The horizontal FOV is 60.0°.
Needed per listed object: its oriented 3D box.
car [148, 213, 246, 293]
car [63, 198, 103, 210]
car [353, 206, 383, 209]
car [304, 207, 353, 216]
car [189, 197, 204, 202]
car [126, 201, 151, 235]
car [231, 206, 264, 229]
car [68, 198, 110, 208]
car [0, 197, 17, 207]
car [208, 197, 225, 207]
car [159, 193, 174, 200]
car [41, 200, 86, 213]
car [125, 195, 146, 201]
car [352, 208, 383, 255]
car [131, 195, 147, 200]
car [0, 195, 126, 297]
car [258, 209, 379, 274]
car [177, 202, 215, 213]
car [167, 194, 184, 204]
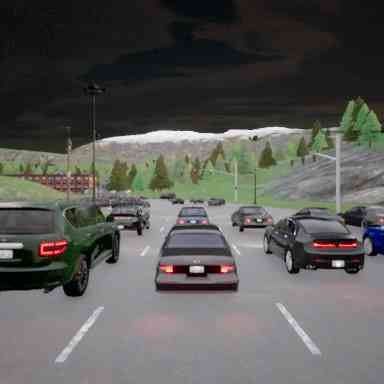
[{"bbox_3d":[0.082,1.544,8.952,2.033,1.411,5.357,0,0,0],"label":"car"},{"bbox_3d":[-14.082,1.510,43.274,4.674,1.442,1.812,0,0,-6],"label":"car"},{"bbox_3d":[10.521,1.540,19.991,2.033,1.411,5.357,0,0,-1],"label":"car"},{"bbox_3d":[7.033,1.557,19.018,1.994,1.385,4.181,0,0,0],"label":"car"},{"bbox_3d":[0.725,1.578,63.350,1.895,1.301,4.718,0,0,-14],"label":"car"},{"bbox_3d":[-3.460,1.485,18.561,2.128,1.511,4.902,0,0,0],"label":"car"},{"bbox_3d":[3.520,1.540,20.038,2.033,1.411,5.357,0,0,-1],"label":"car"},{"bbox_3d":[-14.384,1.531,46.797,5.357,1.411,2.033,0,0,-7],"label":"car"},{"bbox_3d":[-29.459,1.529,49.768,5.357,1.411,2.033,0,0,-1],"label":"car"},{"bbox_3d":[3.862,1.473,51.566,2.128,1.511,4.902,0,0,17],"label":"car"},{"bbox_3d":[-6.615,1.193,88.973,2.150,2.045,5.566,0,0,-37],"label":"car"},{"bbox_3d":[-13.848,1.551,36.133,4.181,1.385,1.994,0,0,-3],"label":"car"},{"bbox_3d":[-7.556,1.490,41.530,4.892,1.490,1.837,0,2,-24],"label":"car"},{"bbox_3d":[7.075,1.474,10.030,1.882,1.535,5.008,0,0,0],"label":"car"},{"bbox_3d":[-14.950,1.562,93.502,1.895,1.301,4.718,0,0,-44],"label":"car"},{"bbox_3d":[-3.420,1.218,8.707,2.150,2.045,5.566,0,0,0],"label":"car"},{"bbox_3d":[3.576,1.501,10.545,1.837,1.490,4.892,0,0,0],"label":"car"},{"bbox_3d":[0.043,1.541,19.021,2.033,1.411,5.357,0,0,0],"label":"car"},{"bbox_3d":[-2.846,1.579,60.945,1.895,1.301,4.718,0,0,-12],"label":"car"}]
